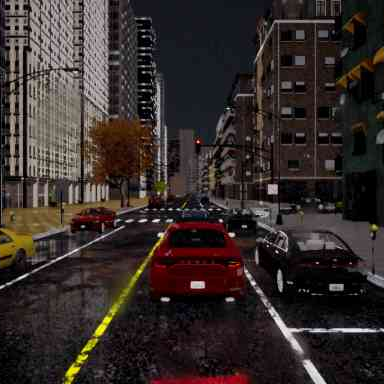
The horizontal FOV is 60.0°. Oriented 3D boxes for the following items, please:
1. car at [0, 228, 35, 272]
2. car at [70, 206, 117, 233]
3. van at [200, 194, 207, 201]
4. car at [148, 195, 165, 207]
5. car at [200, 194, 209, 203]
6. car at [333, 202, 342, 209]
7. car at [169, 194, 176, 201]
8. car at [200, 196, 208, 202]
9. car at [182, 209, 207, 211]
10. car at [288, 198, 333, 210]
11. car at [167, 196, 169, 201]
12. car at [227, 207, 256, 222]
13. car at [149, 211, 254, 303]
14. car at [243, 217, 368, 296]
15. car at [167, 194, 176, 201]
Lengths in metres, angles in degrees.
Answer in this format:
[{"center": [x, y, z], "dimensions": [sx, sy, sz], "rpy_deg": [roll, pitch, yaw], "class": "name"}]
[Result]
[{"center": [-5.673, 1.526, 8.251], "dimensions": [1.752, 1.417, 4.829], "rpy_deg": [0, 0, 0], "class": "car"}, {"center": [-5.650, 1.549, 19.487], "dimensions": [1.887, 1.381, 4.507], "rpy_deg": [0, 0, 0], "class": "car"}, {"center": [2.869, 1.425, 84.995], "dimensions": [1.690, 1.788, 3.998], "rpy_deg": [0, 0, 0], "class": "van"}, {"center": [-5.582, 1.349, 51.875], "dimensions": [2.192, 1.841, 5.009], "rpy_deg": [0, 0, 0], "class": "car"}, {"center": [2.846, 1.630, 73.948], "dimensions": [1.947, 1.339, 4.313], "rpy_deg": [0, 0, 0], "class": "car"}, {"center": [18.905, 1.259, 38.895], "dimensions": [4.829, 1.417, 1.752], "rpy_deg": [-1, 1, 0], "class": "car"}, {"center": [-5.512, 1.649, 85.012], "dimensions": [1.947, 1.339, 4.313], "rpy_deg": [0, 0, 0], "class": "car"}, {"center": [2.858, 1.599, 79.641], "dimensions": [1.752, 1.417, 4.829], "rpy_deg": [0, 0, 0], "class": "car"}, {"center": [0.126, 1.605, 18.401], "dimensions": [1.895, 1.301, 4.718], "rpy_deg": [0, 0, 0], "class": "car"}, {"center": [13.508, 1.359, 38.852], "dimensions": [4.403, 1.369, 2.008], "rpy_deg": [-1, 1, 0], "class": "car"}, {"center": [-5.570, 1.607, 57.398], "dimensions": [1.947, 1.339, 4.313], "rpy_deg": [0, 0, 0], "class": "car"}, {"center": [2.730, 1.555, 19.469], "dimensions": [2.008, 1.369, 4.403], "rpy_deg": [0, 0, 0], "class": "car"}, {"center": [0.109, 1.478, 8.310], "dimensions": [1.882, 1.535, 5.008], "rpy_deg": [0, 0, 0], "class": "car"}, {"center": [2.707, 1.552, 8.403], "dimensions": [2.008, 1.369, 4.403], "rpy_deg": [0, 0, 0], "class": "car"}, {"center": [-5.501, 1.410, 90.535], "dimensions": [2.192, 1.841, 5.009], "rpy_deg": [0, 0, 0], "class": "car"}]
